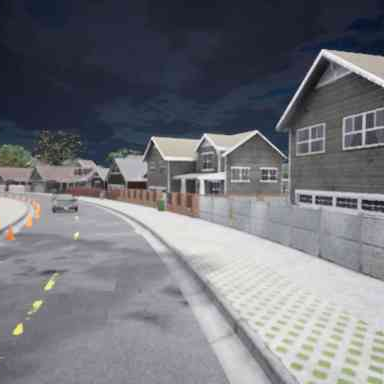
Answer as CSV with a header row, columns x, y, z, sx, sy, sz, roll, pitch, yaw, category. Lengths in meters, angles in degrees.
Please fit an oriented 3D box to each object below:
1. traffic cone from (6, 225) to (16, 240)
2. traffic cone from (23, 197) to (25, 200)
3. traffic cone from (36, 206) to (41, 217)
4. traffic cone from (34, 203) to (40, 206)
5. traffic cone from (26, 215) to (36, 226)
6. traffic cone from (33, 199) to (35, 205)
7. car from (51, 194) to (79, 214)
x,y,z,sx,sy,sz,roll,pitch,yaw,category
-7.255,1.615,13.303,0.340,0.580,0.340,0,1,-17,traffic cone
-22.171,0.814,43.887,0.340,0.580,0.340,-1,2,-35,traffic cone
-10.482,1.411,22.519,0.340,0.580,0.340,-1,1,-22,traffic cone
-12.415,1.304,27.002,0.340,0.580,0.340,-1,2,-25,traffic cone
-8.761,1.513,17.949,0.340,0.580,0.340,0,1,-19,traffic cone
-14.555,1.190,31.390,0.340,0.580,0.340,-1,2,-27,traffic cone
-10.346,0.876,26.974,1.812,1.442,4.674,-1,2,-25,car
